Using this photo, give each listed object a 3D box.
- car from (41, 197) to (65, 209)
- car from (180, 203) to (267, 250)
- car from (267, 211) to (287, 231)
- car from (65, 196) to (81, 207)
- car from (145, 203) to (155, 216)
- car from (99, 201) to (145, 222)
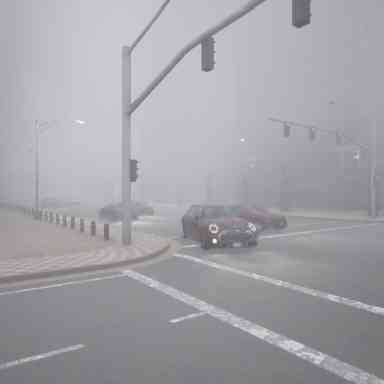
[{"bbox_3d":[-19.238,1.451,45.243,1.837,1.490,4.892,0,-1,-35],"label":"car"},{"bbox_3d":[1.004,1.316,14.222,2.097,1.767,4.553,0,1,-17],"label":"car"},{"bbox_3d":[3.262,1.426,19.745,1.882,1.535,5.008,0,0,-38],"label":"car"},{"bbox_3d":[-18.115,1.422,49.789,1.882,1.535,5.008,0,0,-34],"label":"car"},{"bbox_3d":[-5.186,1.508,31.204,1.994,1.385,4.181,0,0,-35],"label":"car"},{"bbox_3d":[-5.721,1.508,25.906,1.994,1.385,4.181,0,0,-35],"label":"car"}]
